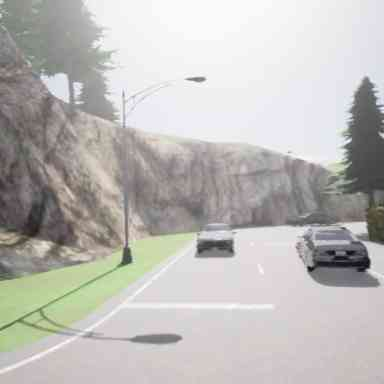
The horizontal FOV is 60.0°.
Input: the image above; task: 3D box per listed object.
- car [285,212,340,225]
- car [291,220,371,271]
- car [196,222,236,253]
[{"bbox_3d":[12.443,2.773,34.281,5.357,1.411,2.033,-1,-3,-8],"label":"car"},{"bbox_3d":[5.066,1.989,12.467,2.033,1.411,5.357,-2,-3,13],"label":"car"},{"bbox_3d":[1.394,2.370,18.037,2.033,1.411,5.357,-2,-3,7],"label":"car"}]
